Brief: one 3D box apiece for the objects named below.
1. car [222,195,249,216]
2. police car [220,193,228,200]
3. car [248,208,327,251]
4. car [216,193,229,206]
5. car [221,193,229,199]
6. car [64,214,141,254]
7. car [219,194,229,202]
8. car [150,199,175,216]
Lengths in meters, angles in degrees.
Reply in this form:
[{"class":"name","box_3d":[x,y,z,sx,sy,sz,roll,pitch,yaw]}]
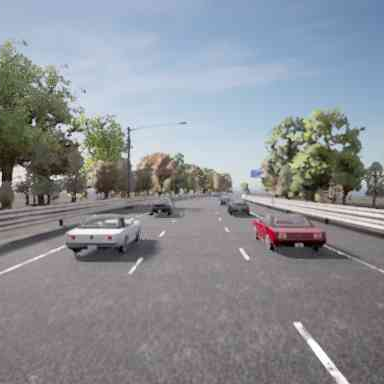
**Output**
[{"class":"car","box_3d":[4.297,1.373,31.443,2.128,1.511,4.902,0,0,2]},{"class":"police car","box_3d":[8.080,1.176,83.241,1.930,1.638,5.238,0,0,6]},{"class":"car","box_3d":[3.752,1.542,13.712,1.895,1.301,4.718,0,0,1]},{"class":"car","box_3d":[5.218,1.330,50.656,2.163,1.488,4.792,0,0,4]},{"class":"car","box_3d":[9.318,1.087,93.907,2.097,1.767,4.553,0,0,7]},{"class":"car","box_3d":[-3.264,1.541,13.235,1.895,1.301,4.718,0,0,1]},{"class":"car","box_3d":[6.966,1.201,72.311,2.033,1.649,4.856,0,0,5]},{"class":"car","box_3d":[-2.719,1.383,31.173,1.837,1.490,4.892,0,0,2]}]
